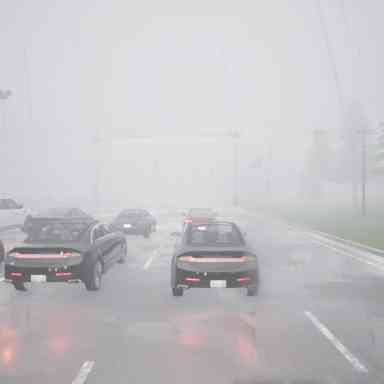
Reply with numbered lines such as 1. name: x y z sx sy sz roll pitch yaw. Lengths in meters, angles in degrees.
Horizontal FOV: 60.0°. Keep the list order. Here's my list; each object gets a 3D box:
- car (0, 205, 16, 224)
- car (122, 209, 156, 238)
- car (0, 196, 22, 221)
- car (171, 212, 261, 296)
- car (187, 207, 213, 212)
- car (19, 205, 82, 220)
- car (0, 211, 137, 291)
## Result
1. car: -6.532 1.352 7.947 2.097 1.767 4.553 0 0 0
2. car: -3.057 1.565 17.692 1.994 1.385 4.181 0 0 0
3. car: -10.050 1.223 16.617 2.150 2.045 5.566 0 0 0
4. car: 0.482 1.492 8.600 2.128 1.511 4.902 0 0 0
5. car: 0.435 1.527 17.681 1.812 1.442 4.674 0 0 0
6. car: -6.554 1.479 17.120 1.882 1.535 5.008 0 0 0
7. car: -3.032 1.492 8.994 2.128 1.511 4.902 0 0 0
